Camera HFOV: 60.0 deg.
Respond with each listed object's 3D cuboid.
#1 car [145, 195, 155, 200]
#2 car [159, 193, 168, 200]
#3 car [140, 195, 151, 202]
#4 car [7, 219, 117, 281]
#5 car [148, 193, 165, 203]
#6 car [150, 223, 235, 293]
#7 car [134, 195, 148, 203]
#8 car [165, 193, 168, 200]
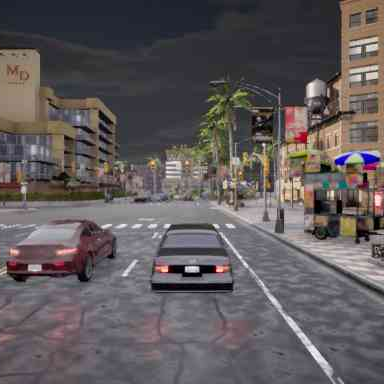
[{"bbox_3d":[-11.342,1.540,90.761,2.033,1.411,5.357,0,0,-1],"label":"car"},{"bbox_3d":[-7.853,1.225,91.456,2.150,2.045,5.566,0,0,-1],"label":"car"},{"bbox_3d":[-11.244,1.478,80.463,1.882,1.535,5.008,0,0,-1],"label":"car"},{"bbox_3d":[-3.510,1.526,9.709,1.812,1.442,4.674,0,0,0],"label":"car"},{"bbox_3d":[-7.659,1.355,71.368,2.097,1.767,4.553,0,0,-1],"label":"car"},{"bbox_3d":[-0.004,1.547,8.970,2.033,1.411,5.357,0,0,0],"label":"car"},{"bbox_3d":[-11.159,1.595,71.320,1.895,1.301,4.718,0,0,-1],"label":"car"},{"bbox_3d":[-7.747,1.225,80.707,2.150,2.045,5.566,0,0,-1],"label":"car"}]
